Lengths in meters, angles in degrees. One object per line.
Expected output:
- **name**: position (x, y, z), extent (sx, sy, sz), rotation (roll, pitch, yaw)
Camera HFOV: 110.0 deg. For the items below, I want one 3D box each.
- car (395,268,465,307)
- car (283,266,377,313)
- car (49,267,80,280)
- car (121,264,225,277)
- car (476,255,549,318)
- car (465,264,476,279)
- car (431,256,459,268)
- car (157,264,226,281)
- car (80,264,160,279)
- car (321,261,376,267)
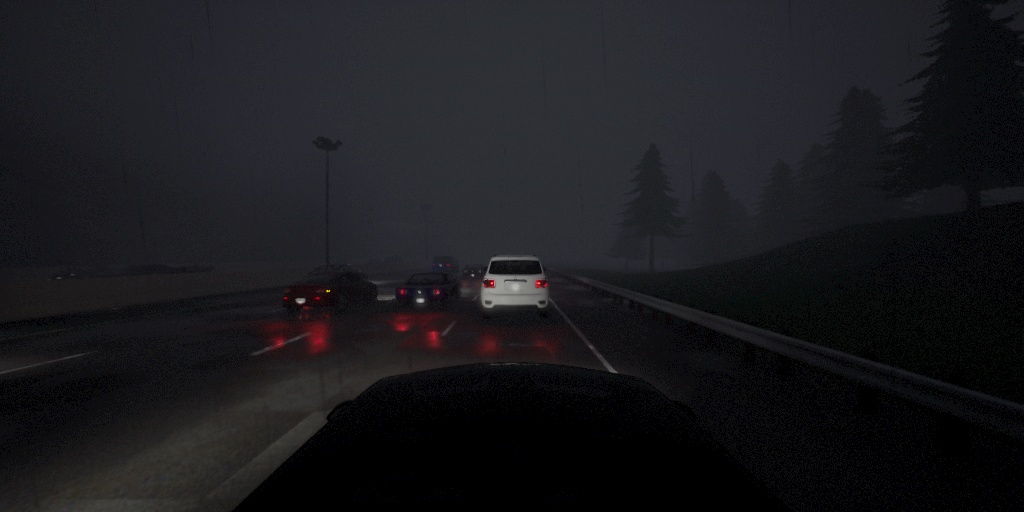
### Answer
- **car**: position (-3.400, 1.370, 15.547), extent (1.895, 1.301, 4.718), rotation (0, 0, 0)
- **car**: position (-6.897, 1.292, 14.010), extent (1.812, 1.442, 4.674), rotation (0, 0, 0)
- **car**: position (-31.591, 1.347, 27.025), extent (1.994, 1.385, 4.181), rotation (0, 0, 0)
- **car**: position (-21.096, 1.379, 22.685), extent (1.895, 1.301, 4.718), rotation (0, 0, 0)
- **car**: position (0.103, 0.987, 13.231), extent (2.150, 2.045, 5.566), rotation (0, 0, 0)
- **car**: position (-3.396, 1.394, 33.442), extent (1.895, 1.301, 4.718), rotation (0, 0, 0)
- **car**: position (-6.895, 1.020, 37.413), extent (2.150, 2.045, 5.566), rotation (0, 0, 0)
- **car**: position (-28.091, 1.391, 31.667), extent (1.895, 1.301, 4.718), rotation (0, 0, 0)
- **car**: position (-24.595, 1.284, 23.767), extent (1.837, 1.490, 4.892), rotation (0, 0, 0)
- **car**: position (-10.397, 1.268, 21.651), extent (2.128, 1.511, 4.902), rotation (0, 0, 0)
